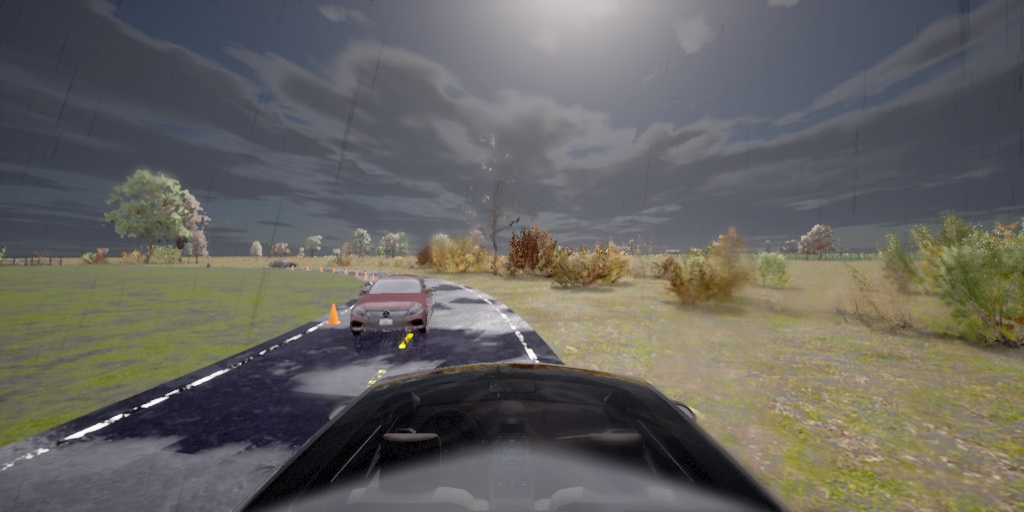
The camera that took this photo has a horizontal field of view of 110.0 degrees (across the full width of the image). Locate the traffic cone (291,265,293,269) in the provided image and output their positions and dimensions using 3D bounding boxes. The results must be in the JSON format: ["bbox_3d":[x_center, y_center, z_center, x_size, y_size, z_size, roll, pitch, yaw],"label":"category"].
[{"bbox_3d":[-33.163,1.705,54.128,0.340,0.580,0.340,0,0,34],"label":"traffic cone"}]

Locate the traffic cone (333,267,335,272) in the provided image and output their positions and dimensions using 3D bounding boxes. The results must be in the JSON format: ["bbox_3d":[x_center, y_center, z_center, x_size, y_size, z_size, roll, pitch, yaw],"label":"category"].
[{"bbox_3d":[-22.193,1.719,44.757,0.340,0.580,0.340,0,0,-43],"label":"traffic cone"}]

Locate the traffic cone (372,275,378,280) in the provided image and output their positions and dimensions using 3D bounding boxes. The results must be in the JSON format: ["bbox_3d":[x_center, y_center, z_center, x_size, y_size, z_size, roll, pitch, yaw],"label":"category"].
[{"bbox_3d":[-9.263,1.738,24.587,0.340,0.580,0.340,0,0,-22],"label":"traffic cone"}]

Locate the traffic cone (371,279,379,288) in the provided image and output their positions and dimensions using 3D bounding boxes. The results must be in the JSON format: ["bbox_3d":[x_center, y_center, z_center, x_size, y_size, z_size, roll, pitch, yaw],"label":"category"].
[{"bbox_3d":[-7.613,1.734,20.061,0.340,0.580,0.340,0,0,-18],"label":"traffic cone"}]

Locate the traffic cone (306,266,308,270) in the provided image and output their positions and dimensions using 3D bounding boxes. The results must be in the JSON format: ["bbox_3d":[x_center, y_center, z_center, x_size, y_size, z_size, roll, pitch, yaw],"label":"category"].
[{"bbox_3d":[-29.280,1.710,51.274,0.340,0.580,0.340,0,0,38],"label":"traffic cone"}]

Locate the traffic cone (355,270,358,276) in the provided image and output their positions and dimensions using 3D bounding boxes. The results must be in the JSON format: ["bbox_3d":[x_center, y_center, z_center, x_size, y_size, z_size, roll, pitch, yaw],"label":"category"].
[{"bbox_3d":[-16.136,1.732,37.272,0.340,0.580,0.340,0,0,-35],"label":"traffic cone"}]

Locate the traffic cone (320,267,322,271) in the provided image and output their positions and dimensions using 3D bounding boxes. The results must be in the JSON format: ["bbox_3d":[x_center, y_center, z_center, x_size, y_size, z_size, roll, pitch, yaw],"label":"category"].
[{"bbox_3d":[-25.617,1.714,48.146,0.340,0.580,0.340,0,0,43],"label":"traffic cone"}]

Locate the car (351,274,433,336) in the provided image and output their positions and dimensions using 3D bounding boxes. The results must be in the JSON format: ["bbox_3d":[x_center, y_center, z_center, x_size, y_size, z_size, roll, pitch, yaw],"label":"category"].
[{"bbox_3d":[-3.353,1.296,10.716,1.812,1.442,4.674,0,0,-10],"label":"car"}]

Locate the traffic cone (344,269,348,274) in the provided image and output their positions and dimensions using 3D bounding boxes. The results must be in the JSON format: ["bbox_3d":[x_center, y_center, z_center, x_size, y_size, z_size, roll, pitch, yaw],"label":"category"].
[{"bbox_3d":[-19.027,1.725,41.125,0.340,0.580,0.340,0,0,-39],"label":"traffic cone"}]

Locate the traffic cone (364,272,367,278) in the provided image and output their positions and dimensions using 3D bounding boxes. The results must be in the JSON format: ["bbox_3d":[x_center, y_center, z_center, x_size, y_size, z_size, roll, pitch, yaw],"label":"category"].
[{"bbox_3d":[-13.536,1.737,33.216,0.340,0.580,0.340,0,0,-31],"label":"traffic cone"}]

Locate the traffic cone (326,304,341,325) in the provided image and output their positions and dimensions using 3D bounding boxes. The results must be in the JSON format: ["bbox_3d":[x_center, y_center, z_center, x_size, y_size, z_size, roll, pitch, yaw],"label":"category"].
[{"bbox_3d":[-5.330,1.721,10.707,0.340,0.580,0.340,0,0,-10],"label":"traffic cone"}]
